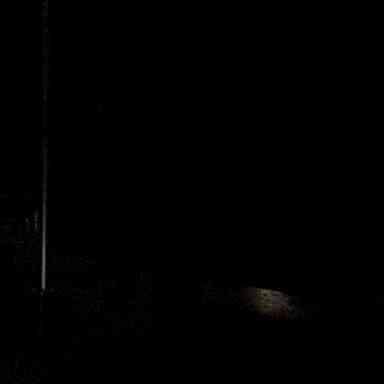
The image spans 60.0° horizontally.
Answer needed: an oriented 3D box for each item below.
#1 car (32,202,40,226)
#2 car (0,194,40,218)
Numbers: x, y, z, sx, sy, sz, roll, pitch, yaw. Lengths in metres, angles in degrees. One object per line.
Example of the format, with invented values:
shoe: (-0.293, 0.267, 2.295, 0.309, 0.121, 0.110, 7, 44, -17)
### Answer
car: (-6.459, 1.407, 19.559, 1.752, 1.417, 4.829, 1, 1, 36)
car: (-13.071, 1.100, 24.105, 2.192, 1.841, 5.009, 1, 1, 36)
